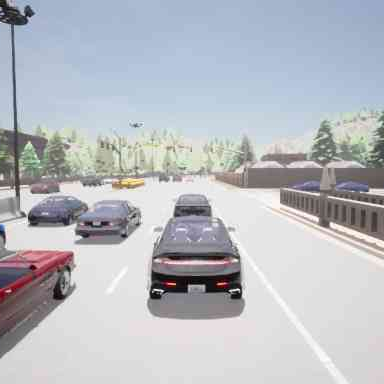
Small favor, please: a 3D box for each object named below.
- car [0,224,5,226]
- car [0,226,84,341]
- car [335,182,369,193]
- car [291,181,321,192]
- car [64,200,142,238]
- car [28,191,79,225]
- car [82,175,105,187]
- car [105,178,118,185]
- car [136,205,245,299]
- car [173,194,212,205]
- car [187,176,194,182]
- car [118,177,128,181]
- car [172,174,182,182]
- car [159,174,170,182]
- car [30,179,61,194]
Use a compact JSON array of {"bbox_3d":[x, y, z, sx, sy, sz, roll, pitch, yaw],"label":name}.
[{"bbox_3d":[-6.936,1.283,8.822,1.882,1.535,5.008,0,2,0],"label":"car"},{"bbox_3d":[-3.421,1.528,5.101,1.895,1.301,4.718,0,1,0],"label":"car"},{"bbox_3d":[18.039,-0.402,38.634,4.674,1.442,1.812,0,3,2],"label":"car"},{"bbox_3d":[15.002,-0.617,42.227,4.674,1.442,1.812,0,3,2],"label":"car"},{"bbox_3d":[-3.465,1.050,14.616,2.033,1.411,5.357,0,3,0],"label":"car"},{"bbox_3d":[-6.980,0.879,17.794,1.994,1.385,4.181,0,3,0],"label":"car"},{"bbox_3d":[-17.856,-1.951,59.442,2.150,2.045,5.566,0,3,0],"label":"car"},{"bbox_3d":[-17.857,-2.384,71.738,1.812,1.442,4.674,0,3,0],"label":"car"},{"bbox_3d":[0.068,1.327,8.033,2.128,1.511,4.902,0,2,0],"label":"car"},{"bbox_3d":[0.025,0.815,17.455,1.882,1.535,5.008,0,3,-1],"label":"car"},{"bbox_3d":[-0.449,-3.458,89.668,1.812,1.442,4.674,0,3,0],"label":"car"},{"bbox_3d":[-17.930,-3.174,85.909,1.895,1.301,4.718,0,3,0],"label":"car"},{"bbox_3d":[-3.935,-3.612,86.995,2.150,2.045,5.566,0,3,0],"label":"car"},{"bbox_3d":[-7.435,-3.611,86.977,2.150,2.045,5.566,0,3,0],"label":"car"},{"bbox_3d":[-17.793,-0.683,40.444,2.097,1.767,4.553,0,3,0],"label":"car"}]
